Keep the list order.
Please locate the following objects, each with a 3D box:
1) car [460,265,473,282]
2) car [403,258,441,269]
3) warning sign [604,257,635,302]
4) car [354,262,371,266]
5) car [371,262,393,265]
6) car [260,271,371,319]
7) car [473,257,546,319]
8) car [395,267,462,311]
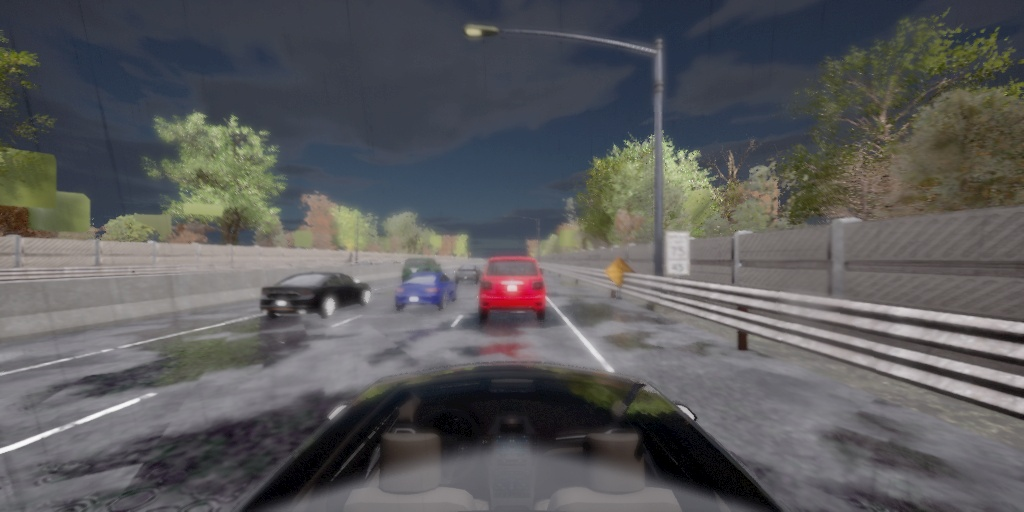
[{"bbox_3d":[-3.453,1.446,29.337,2.128,1.511,4.902,0,0,1],"label":"car"},{"bbox_3d":[-6.965,1.169,28.299,2.150,2.045,5.566,0,0,1],"label":"car"},{"bbox_3d":[4.553,0.963,15.112,1.300,1.860,1.060,0,0,0],"label":"warning sign"},{"bbox_3d":[-24.522,1.691,59.437,2.128,1.511,4.902,0,0,1],"label":"car"},{"bbox_3d":[-21.025,1.691,59.522,2.128,1.511,4.902,0,0,1],"label":"car"},{"bbox_3d":[-6.966,1.312,13.364,1.882,1.535,5.008,0,0,1],"label":"car"},{"bbox_3d":[0.032,1.057,13.309,2.150,2.045,5.566,0,0,1],"label":"car"},{"bbox_3d":[-3.448,1.372,14.987,1.812,1.442,4.674,0,0,1],"label":"car"}]
